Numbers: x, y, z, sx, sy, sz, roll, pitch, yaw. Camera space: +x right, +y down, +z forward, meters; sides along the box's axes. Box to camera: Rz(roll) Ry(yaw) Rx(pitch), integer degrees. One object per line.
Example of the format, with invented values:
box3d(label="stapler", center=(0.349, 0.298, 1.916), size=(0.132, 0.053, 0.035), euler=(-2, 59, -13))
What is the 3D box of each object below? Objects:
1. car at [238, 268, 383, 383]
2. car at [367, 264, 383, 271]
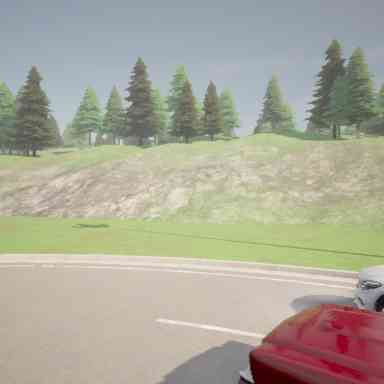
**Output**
box3d(label="car", center=(2.700, 1.601, 2.194), size=(4.718, 1.301, 1.895), euler=(0, 0, 41))
box3d(label="car", center=(4.914, 1.525, 4.738), size=(4.674, 1.442, 1.812), euler=(0, 0, 39))
